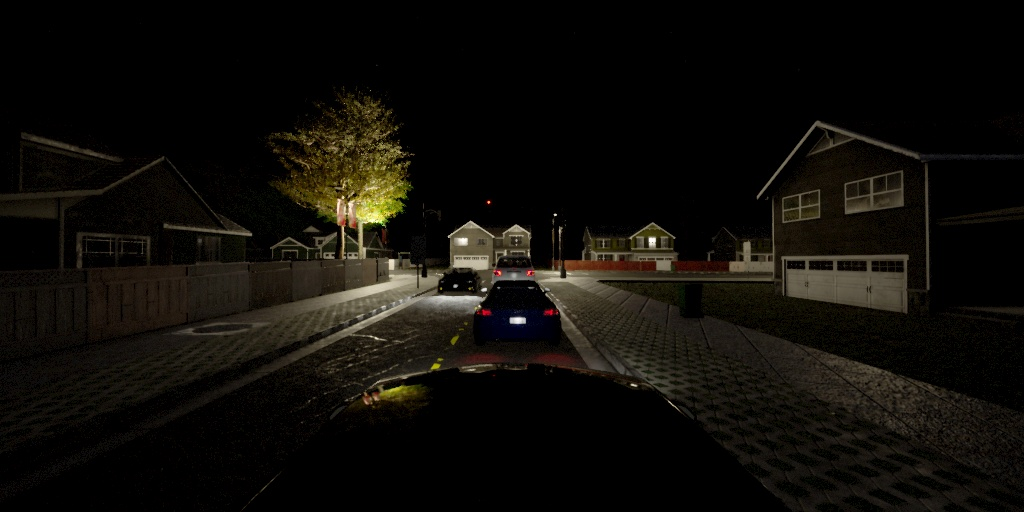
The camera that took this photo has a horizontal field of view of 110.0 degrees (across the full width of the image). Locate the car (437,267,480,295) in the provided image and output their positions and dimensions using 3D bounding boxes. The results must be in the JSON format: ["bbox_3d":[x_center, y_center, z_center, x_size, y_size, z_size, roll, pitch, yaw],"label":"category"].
[{"bbox_3d":[-2.788,1.317,19.809,1.994,1.385,4.181,0,0,1],"label":"car"}]

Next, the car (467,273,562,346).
[{"bbox_3d":[0.105,1.315,9.480,1.994,1.385,4.181,0,0,0],"label":"car"}]

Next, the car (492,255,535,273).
[{"bbox_3d":[0.099,0.975,19.442,2.150,2.045,5.566,0,0,0],"label":"car"}]
